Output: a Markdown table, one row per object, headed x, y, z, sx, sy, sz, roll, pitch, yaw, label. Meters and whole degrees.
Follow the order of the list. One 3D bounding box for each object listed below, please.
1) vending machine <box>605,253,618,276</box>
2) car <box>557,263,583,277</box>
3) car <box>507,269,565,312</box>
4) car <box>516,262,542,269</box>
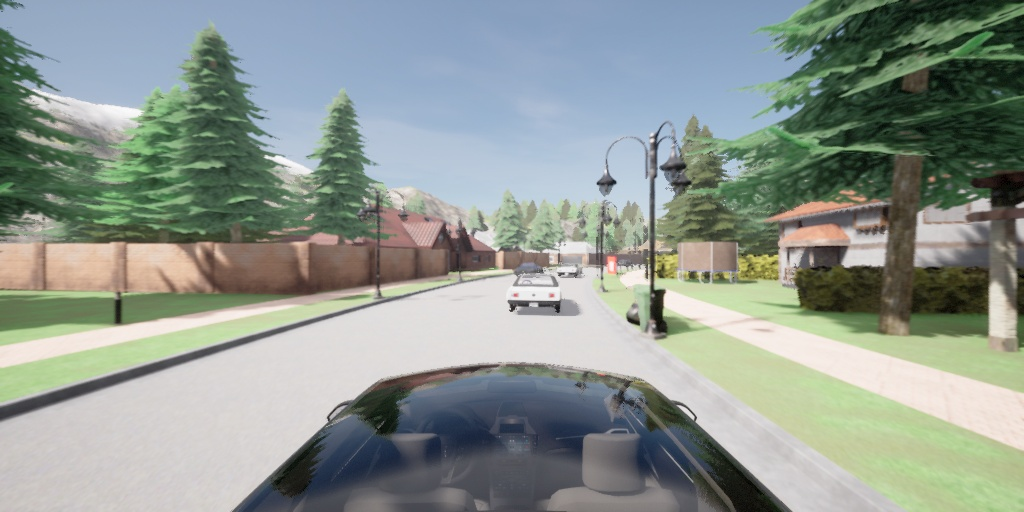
| x | y | z | sx | sy | sz | roll | pitch | yaw | label |
| --- | --- | --- | --- | --- | --- | --- | --- | --- | --- |
| 10.294 | 0.977 | 37.024 | 1.100 | 2.100 | 0.880 | 0 | 0 | 21 | vending machine |
| 5.791 | 1.366 | 35.355 | 1.895 | 1.301 | 4.718 | 0 | 0 | 19 | car |
| 0.992 | 1.352 | 14.252 | 1.895 | 1.301 | 4.718 | 0 | 0 | 7 | car |
| 1.649 | 1.314 | 34.442 | 1.994 | 1.385 | 4.181 | 0 | 0 | 19 | car |
